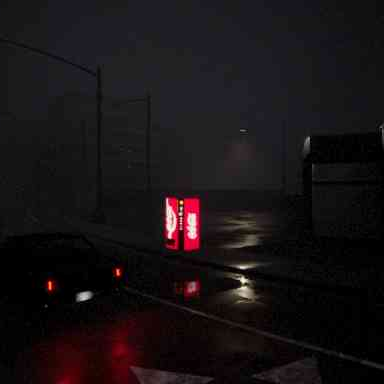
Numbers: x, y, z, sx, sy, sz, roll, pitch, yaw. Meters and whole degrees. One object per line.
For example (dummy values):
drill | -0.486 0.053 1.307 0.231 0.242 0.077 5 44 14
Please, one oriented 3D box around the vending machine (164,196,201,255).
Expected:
vending machine | -0.354 1.195 12.567 1.100 2.100 0.880 0 0 -40

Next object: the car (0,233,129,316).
car | -3.498 1.601 7.634 1.895 1.301 4.718 0 0 -44
